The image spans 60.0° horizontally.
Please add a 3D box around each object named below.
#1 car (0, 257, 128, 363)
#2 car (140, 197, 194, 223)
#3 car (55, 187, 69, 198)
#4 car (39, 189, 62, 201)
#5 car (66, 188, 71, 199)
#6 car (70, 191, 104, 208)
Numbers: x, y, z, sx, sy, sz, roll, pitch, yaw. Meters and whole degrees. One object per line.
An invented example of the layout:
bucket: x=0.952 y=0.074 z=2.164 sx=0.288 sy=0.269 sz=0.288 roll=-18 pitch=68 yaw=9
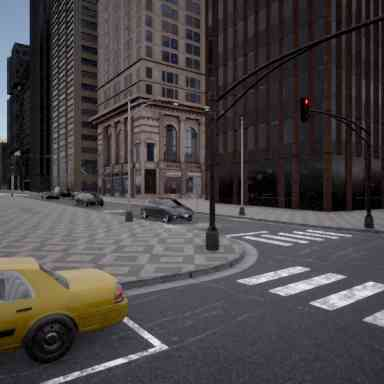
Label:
car: x=-3.276 y=1.526 z=4.312 sx=4.829 sy=1.417 sz=1.752 roll=0 pitch=0 yaw=-35
car: x=-1.753 y=1.151 z=22.204 sx=1.837 sy=1.490 sz=4.892 roll=0 pitch=1 yaw=-36
car: x=-21.947 y=0.133 z=55.746 sx=2.150 sy=2.045 sz=5.566 roll=0 pitch=1 yaw=-36
car: x=-21.442 y=0.672 z=49.885 sx=1.895 sy=1.301 sz=4.718 roll=0 pitch=1 yaw=-36
car: x=-15.982 y=0.576 z=47.488 sx=1.882 sy=1.535 sz=5.008 roll=0 pitch=1 yaw=-35
car: x=-10.861 y=0.823 z=34.938 sx=1.882 sy=1.535 sz=5.008 roll=0 pitch=1 yaw=-36
